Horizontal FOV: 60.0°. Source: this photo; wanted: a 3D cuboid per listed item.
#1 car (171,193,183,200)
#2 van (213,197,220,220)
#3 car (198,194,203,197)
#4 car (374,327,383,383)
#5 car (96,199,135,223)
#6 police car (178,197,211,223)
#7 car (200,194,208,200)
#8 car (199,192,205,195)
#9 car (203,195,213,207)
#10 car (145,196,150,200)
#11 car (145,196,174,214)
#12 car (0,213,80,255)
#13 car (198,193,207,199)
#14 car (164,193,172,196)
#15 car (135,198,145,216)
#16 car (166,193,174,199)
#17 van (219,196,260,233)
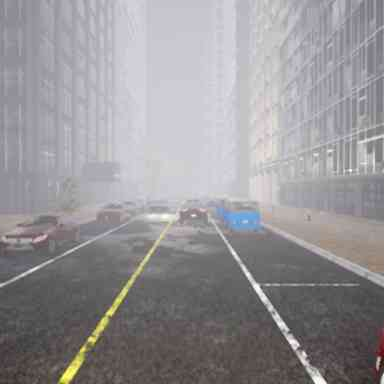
[{"bbox_3d":[-2.995,1.118,75.243,1.994,1.385,4.181,0,0,0],"label":"car"},{"bbox_3d":[2.691,1.230,24.383,1.690,1.788,3.998,0,0,0],"label":"van"},{"bbox_3d":[0.105,1.362,42.268,1.994,1.385,4.181,0,0,0],"label":"car"},{"bbox_3d":[2.690,1.538,1.590,1.887,1.381,4.507,0,0,0],"label":"car"},{"bbox_3d":[-5.690,1.433,24.386,1.887,1.381,4.507,0,0,0],"label":"car"},{"bbox_3d":[0.104,1.393,24.759,2.038,1.542,4.974,0,0,0],"label":"police car"},{"bbox_3d":[2.694,1.202,75.667,1.802,1.307,4.206,0,0,0],"label":"car"},{"bbox_3d":[2.694,1.196,69.969,1.887,1.381,4.507,0,0,0],"label":"car"},{"bbox_3d":[2.692,1.368,41.480,1.947,1.339,4.313,0,0,0],"label":"car"},{"bbox_3d":[-5.689,1.382,35.782,2.008,1.369,4.403,0,0,0],"label":"car"},{"bbox_3d":[-3.094,1.411,32.743,1.994,1.385,4.181,0,0,0],"label":"car"},{"bbox_3d":[-5.690,1.523,12.989,1.802,1.307,4.206,0,0,0],"label":"car"},{"bbox_3d":[2.696,1.102,87.068,2.008,1.369,4.403,0,0,0],"label":"car"},{"bbox_3d":[-5.686,1.171,75.668,2.008,1.369,4.403,0,0,0],"label":"car"},{"bbox_3d":[-5.689,1.443,30.085,1.802,1.307,4.206,0,0,0],"label":"car"},{"bbox_3d":[-5.685,1.096,87.069,1.887,1.381,4.507,0,0,0],"label":"car"},{"bbox_3d":[2.691,1.257,18.684,1.690,1.788,3.998,0,0,0],"label":"van"}]
